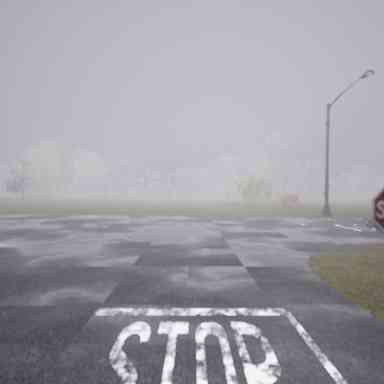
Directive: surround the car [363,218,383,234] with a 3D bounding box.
[{"bbox_3d":[12.107,1.744,18.072,4.718,1.301,1.895,1,1,0],"label":"car"}]
